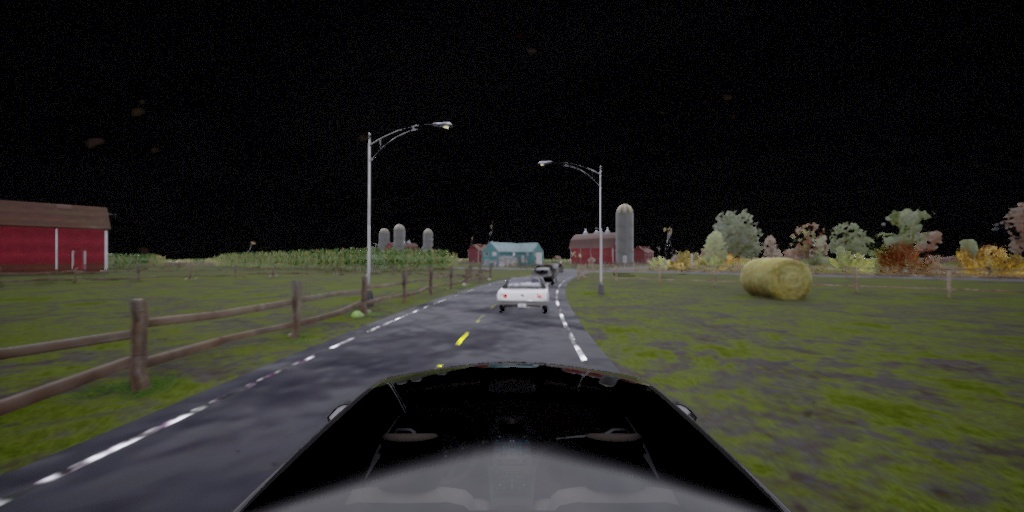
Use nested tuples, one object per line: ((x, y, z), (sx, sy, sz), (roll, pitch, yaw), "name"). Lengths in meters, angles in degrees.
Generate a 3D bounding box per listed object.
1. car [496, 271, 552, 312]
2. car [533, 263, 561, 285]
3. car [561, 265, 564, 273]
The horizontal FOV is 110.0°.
((0.592, 1.484, 14.889), (1.895, 1.301, 4.718), (0, -1, 6), "car")
((2.756, 1.547, 29.843), (1.837, 1.490, 4.892), (0, 0, 12), "car")
((6.321, 1.796, 52.767), (1.837, 1.490, 4.892), (0, -1, 20), "car")
